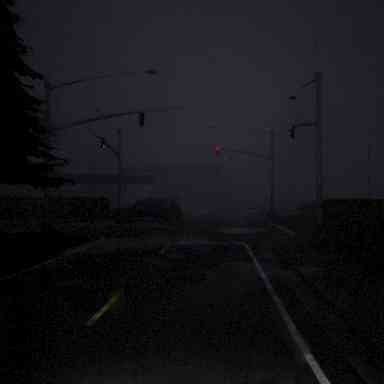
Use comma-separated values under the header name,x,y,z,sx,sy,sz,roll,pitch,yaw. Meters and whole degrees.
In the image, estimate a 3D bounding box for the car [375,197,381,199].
name,x,y,z,sx,sy,sz,roll,pitch,yaw
car,44.016,1.998,77.159,3.806,1.475,1.970,0,-1,4

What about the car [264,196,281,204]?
name,x,y,z,sx,sy,sz,roll,pitch,yaw
car,18.301,2.113,75.744,3.806,1.475,1.970,0,-1,4

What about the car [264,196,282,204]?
name,x,y,z,sx,sy,sz,roll,pitch,yaw
car,19.157,1.861,79.017,3.866,1.878,1.905,0,-1,4

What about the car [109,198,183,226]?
name,x,y,z,sx,sy,sz,roll,pitch,yaw
car,-3.465,1.495,25.448,5.566,2.045,2.150,0,-1,4

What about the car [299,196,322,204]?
name,x,y,z,sx,sy,sz,roll,pitch,yaw
car,26.759,1.843,75.156,4.605,1.855,1.932,0,-1,4

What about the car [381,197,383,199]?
name,x,y,z,sx,sy,sz,roll,pitch,yaw
car,43.862,1.856,70.736,5.027,1.636,2.152,0,-1,4

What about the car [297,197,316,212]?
name,x,y,z,sx,sy,sz,roll,pitch,yaw
car,15.811,1.744,41.580,5.027,1.636,2.152,0,-1,4

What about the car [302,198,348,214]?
name,x,y,z,sx,sy,sz,roll,pitch,yaw
car,15.631,1.722,38.447,4.514,1.523,2.007,0,-1,4
